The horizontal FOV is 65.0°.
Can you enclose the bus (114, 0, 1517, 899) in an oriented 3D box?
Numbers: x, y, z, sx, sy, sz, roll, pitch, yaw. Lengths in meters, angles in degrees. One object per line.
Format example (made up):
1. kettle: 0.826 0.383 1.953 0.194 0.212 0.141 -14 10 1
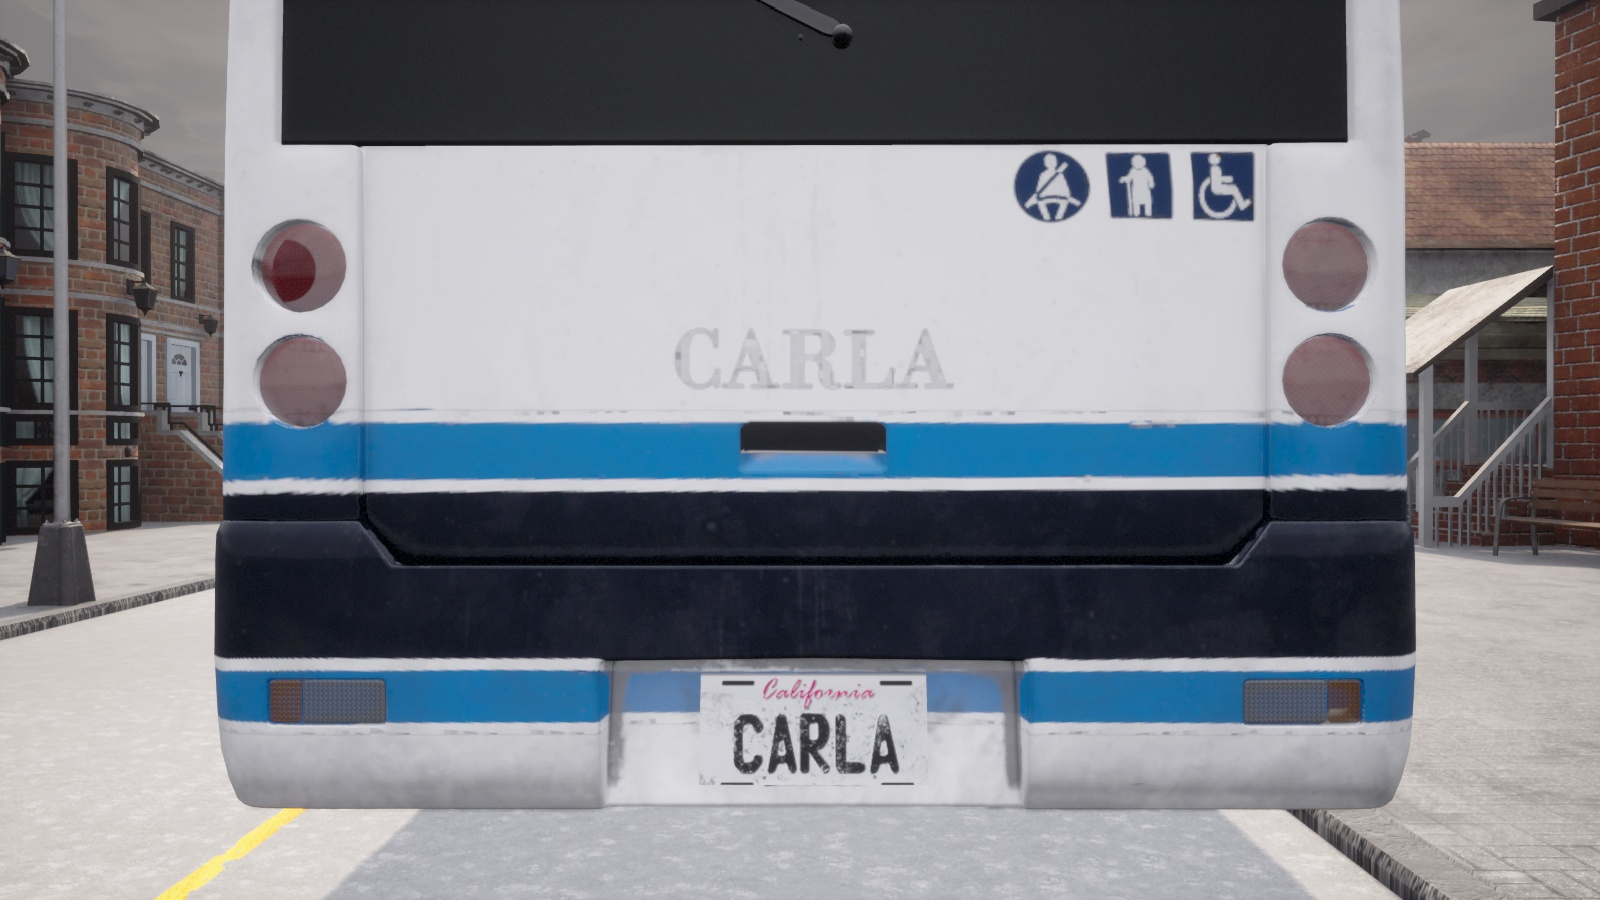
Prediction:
1. bus: 0.066 -0.679 8.669 3.944 4.253 10.273 0 0 0
